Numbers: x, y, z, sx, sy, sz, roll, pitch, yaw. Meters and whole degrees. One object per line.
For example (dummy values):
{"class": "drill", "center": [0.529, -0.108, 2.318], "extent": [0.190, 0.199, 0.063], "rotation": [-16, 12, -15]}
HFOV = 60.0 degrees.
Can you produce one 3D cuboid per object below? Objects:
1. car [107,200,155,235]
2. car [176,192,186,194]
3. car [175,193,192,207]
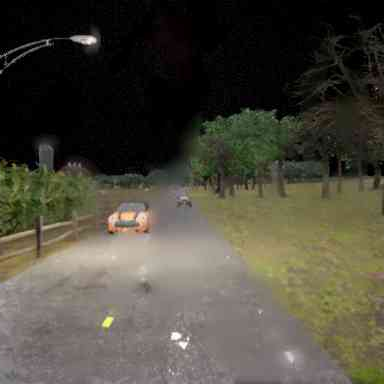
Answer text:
{"class": "car", "center": [-3.280, 1.300, 18.621], "extent": [2.097, 1.767, 4.553], "rotation": [-1, 0, -1]}
{"class": "car", "center": [-1.540, 0.856, 63.036], "extent": [2.097, 1.767, 4.553], "rotation": [-1, 1, -1]}
{"class": "car", "center": [-1.054, 1.233, 46.000], "extent": [1.812, 1.442, 4.674], "rotation": [-1, 0, -1]}
